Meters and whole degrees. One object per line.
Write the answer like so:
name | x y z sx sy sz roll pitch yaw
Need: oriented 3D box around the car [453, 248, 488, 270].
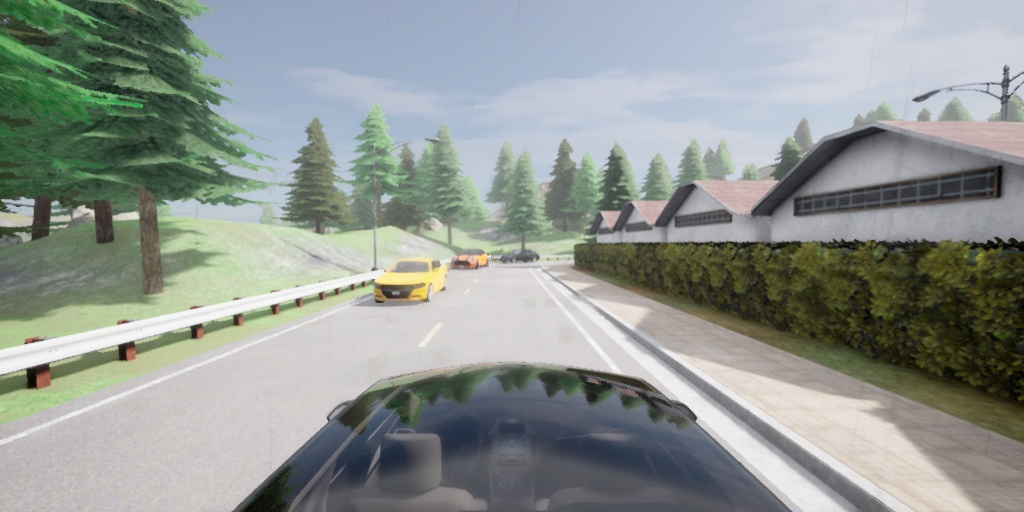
car | -3.400 0.163 29.043 2.097 1.767 4.553 1 2 10

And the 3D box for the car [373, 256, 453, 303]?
car | -3.747 0.808 13.986 1.882 1.535 5.008 0 3 -1

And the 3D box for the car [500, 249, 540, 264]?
car | 0.926 0.012 38.296 4.674 1.442 1.812 -2 2 -38
